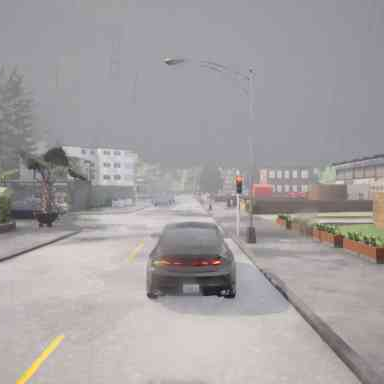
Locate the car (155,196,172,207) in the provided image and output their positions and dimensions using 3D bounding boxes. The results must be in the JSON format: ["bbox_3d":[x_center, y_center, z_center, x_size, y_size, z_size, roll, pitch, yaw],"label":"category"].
[{"bbox_3d":[-4.571,1.477,50.620,1.882,1.535,5.008,0,0,0],"label":"car"}]

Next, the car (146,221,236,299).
[{"bbox_3d":[-0.016,1.505,8.456,1.837,1.490,4.892,0,0,0],"label":"car"}]

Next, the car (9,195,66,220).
[{"bbox_3d":[-12.188,1.352,25.759,4.553,1.767,2.097,0,0,4],"label":"car"}]

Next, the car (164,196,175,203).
[{"bbox_3d":[-4.664,1.525,70.463,2.128,1.511,4.902,0,0,-1],"label":"car"}]

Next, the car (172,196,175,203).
[{"bbox_3d":[-4.636,1.477,60.033,1.882,1.535,5.008,0,0,0],"label":"car"}]

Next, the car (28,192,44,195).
[{"bbox_3d":[-20.154,0.985,42.119,1.905,1.878,3.866,0,0,34],"label":"car"}]
